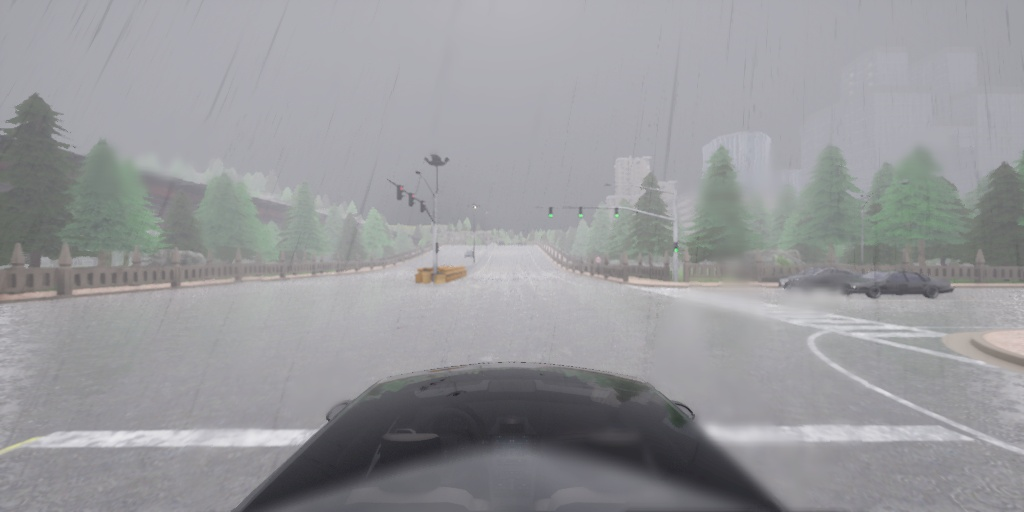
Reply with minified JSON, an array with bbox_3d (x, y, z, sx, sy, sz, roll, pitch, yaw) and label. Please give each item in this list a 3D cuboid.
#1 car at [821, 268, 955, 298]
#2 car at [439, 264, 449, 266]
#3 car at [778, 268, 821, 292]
[{"bbox_3d":[20.437,1.513,19.435,5.357,1.411,2.033,0,-1,0],"label":"car"},{"bbox_3d":[-10.549,1.987,55.440,1.994,1.385,4.181,0,1,0],"label":"car"},{"bbox_3d":[19.780,1.500,22.918,4.902,1.511,2.128,0,-1,1],"label":"car"}]
